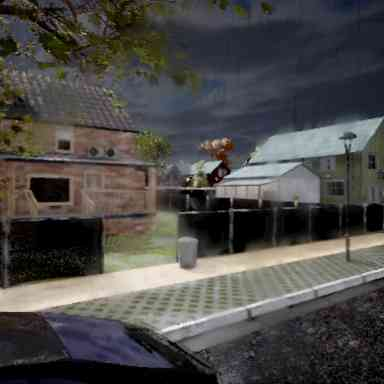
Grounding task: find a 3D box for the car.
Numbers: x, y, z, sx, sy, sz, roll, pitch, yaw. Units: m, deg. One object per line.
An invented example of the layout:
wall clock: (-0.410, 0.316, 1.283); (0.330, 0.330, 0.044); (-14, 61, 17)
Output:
car: (-1.713, 1.564, 1.849); (4.181, 1.385, 1.994); (0, 0, -35)
